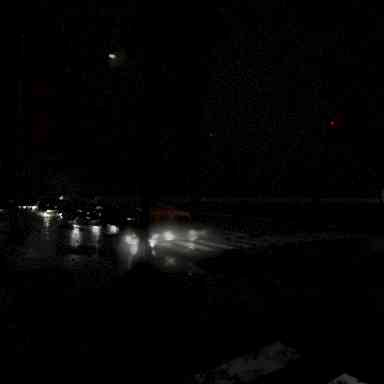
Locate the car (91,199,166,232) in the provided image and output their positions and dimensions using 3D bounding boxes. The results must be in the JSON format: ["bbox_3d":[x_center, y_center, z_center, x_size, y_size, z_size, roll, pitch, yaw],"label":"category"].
[{"bbox_3d":[-3.793,1.383,19.127,2.128,1.511,4.902,2,-1,-35],"label":"car"}]

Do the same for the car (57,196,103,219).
[{"bbox_3d":[-9.150,1.345,26.876,1.837,1.490,4.892,2,-1,-35],"label":"car"}]

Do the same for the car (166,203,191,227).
[{"bbox_3d":[-1.972,1.464,22.207,1.882,1.535,5.008,2,-1,-35],"label":"car"}]

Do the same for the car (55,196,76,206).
[{"bbox_3d":[-21.382,1.440,56.162,2.128,1.511,4.902,2,-1,-35],"label":"car"}]

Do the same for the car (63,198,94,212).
[{"bbox_3d":[-13.244,1.428,38.532,2.033,1.411,5.357,2,-1,-34],"label":"car"}]

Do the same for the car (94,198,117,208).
[{"bbox_3d":[-12.997,1.620,49.840,1.994,1.385,4.181,2,-1,-35],"label":"car"}]

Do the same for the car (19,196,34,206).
[{"bbox_3d":[-23.860,1.303,48.321,1.994,1.385,4.181,2,-1,-35],"label":"car"}]

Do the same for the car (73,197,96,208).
[{"bbox_3d":[-15.423,1.459,47.618,1.837,1.490,4.892,2,-1,-34],"label":"car"}]

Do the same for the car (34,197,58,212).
[{"bbox_3d":[-15.070,1.291,35.453,1.837,1.490,4.892,2,-1,-35],"label":"car"}]

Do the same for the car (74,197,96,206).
[{"bbox_3d":[-18.712,1.599,58.009,2.033,1.411,5.357,2,-1,-35],"label":"car"}]
